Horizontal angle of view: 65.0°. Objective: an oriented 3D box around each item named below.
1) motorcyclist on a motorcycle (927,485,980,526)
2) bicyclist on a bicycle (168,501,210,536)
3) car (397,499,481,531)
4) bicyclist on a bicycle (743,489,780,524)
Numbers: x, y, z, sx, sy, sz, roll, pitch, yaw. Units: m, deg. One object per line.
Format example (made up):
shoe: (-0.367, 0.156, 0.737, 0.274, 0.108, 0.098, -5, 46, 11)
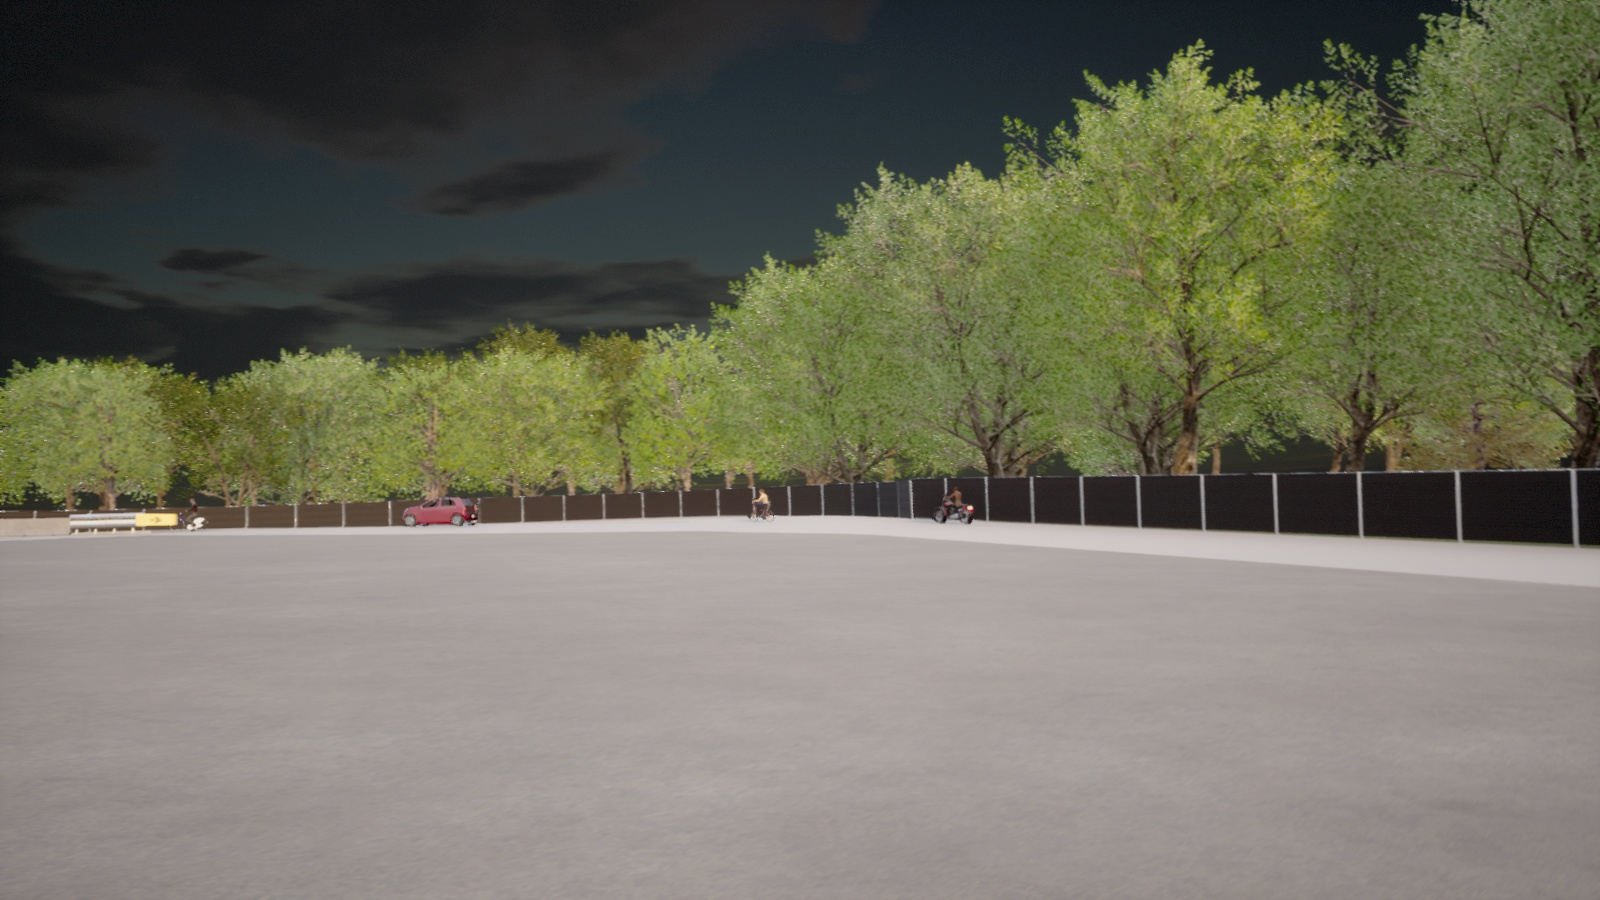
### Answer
motorcyclist on a motorcycle: (6.408, 2.319, 52.553, 0.766, 1.649, 2.350, -2, -1, -34)
bicyclist on a bicycle: (-31.928, 3.575, 65.629, 1.843, 1.776, 0.659, 0, -3, -14)
car: (-18.178, 3.256, 63.260, 3.633, 1.501, 1.845, -2, -2, 10)
bicyclist on a bicycle: (-1.858, 2.724, 60.365, 1.509, 1.612, 0.866, -3, -1, 36)
